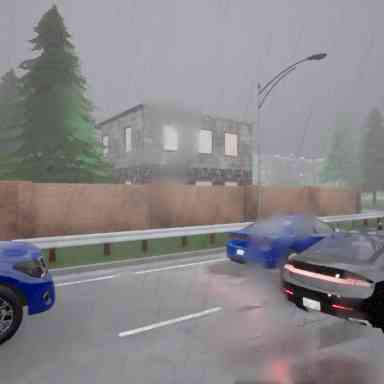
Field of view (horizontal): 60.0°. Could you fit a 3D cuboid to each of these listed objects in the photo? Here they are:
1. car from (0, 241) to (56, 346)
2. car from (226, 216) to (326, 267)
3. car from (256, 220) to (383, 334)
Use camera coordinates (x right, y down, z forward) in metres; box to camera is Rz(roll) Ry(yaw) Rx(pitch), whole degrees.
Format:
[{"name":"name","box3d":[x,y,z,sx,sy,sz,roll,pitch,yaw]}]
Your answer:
[{"name":"car","box3d":[-4.906,1.221,4.540,5.566,2.045,2.150,0,0,-35]},{"name":"car","box3d":[3.324,1.478,10.436,5.008,1.535,1.882,0,0,-36]},{"name":"car","box3d":[3.795,1.491,6.473,4.902,1.511,2.128,0,0,-35]}]
